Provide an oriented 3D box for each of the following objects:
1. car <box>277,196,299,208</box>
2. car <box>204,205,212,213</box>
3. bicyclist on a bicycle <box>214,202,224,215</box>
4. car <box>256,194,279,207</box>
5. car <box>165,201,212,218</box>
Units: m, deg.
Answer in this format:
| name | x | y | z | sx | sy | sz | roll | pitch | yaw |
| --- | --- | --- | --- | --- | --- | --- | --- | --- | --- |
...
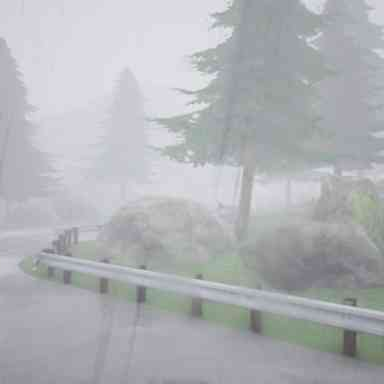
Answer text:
| name | x | y | z | sx | sy | sz | roll | pitch | yaw |
| --- | --- | --- | --- | --- | --- | --- | --- | --- | --- |
| car | 15.188 | 1.612 | 50.281 | 2.128 | 1.511 | 4.902 | -1 | 0 | 37 |
| car | -0.057 | 1.640 | 27.387 | 1.812 | 1.442 | 4.674 | 0 | 0 | 34 |
| bicyclist on a bicycle | 2.111 | 1.541 | 24.469 | 1.656 | 1.620 | 0.582 | -1 | -1 | 34 |
| car | 12.199 | 1.355 | 52.712 | 2.150 | 2.045 | 5.566 | -1 | 0 | 35 |
| car | -0.256 | 1.691 | 33.680 | 2.033 | 1.411 | 5.357 | -1 | 0 | 34 |
